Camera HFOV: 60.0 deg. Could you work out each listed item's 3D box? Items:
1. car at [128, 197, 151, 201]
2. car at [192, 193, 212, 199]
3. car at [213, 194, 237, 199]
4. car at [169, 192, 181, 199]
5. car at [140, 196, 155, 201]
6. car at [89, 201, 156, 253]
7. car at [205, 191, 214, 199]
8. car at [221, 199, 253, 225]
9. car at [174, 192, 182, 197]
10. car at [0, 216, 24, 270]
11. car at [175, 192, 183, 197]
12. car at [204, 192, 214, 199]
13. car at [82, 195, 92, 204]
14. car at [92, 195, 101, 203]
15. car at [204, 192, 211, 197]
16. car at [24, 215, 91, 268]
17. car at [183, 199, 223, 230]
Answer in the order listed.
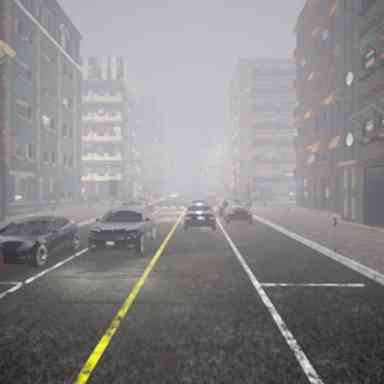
[{"bbox_3d":[-4.811,1.313,27.606,1.802,1.307,4.206,1,1,1],"label":"car"},{"bbox_3d":[0.678,1.166,32.276,1.882,1.535,5.008,0,1,1],"label":"car"},{"bbox_3d":[3.075,1.176,27.484,1.967,1.590,4.097,1,1,1],"label":"car"},{"bbox_3d":[-4.016,0.835,71.189,1.752,1.417,4.829,1,1,1],"label":"car"},{"bbox_3d":[-4.712,1.118,33.153,1.967,1.590,4.097,1,1,1],"label":"car"},{"bbox_3d":[-2.597,1.348,13.200,1.882,1.535,5.008,0,1,1],"label":"car"},{"bbox_3d":[3.970,0.697,76.915,1.967,1.590,4.097,1,1,1],"label":"car"},{"bbox_3d":[2.973,1.371,21.938,1.802,1.307,4.206,1,1,1],"label":"car"},{"bbox_3d":[-3.705,0.708,88.369,1.947,1.339,4.313,1,1,1],"label":"car"},{"bbox_3d":[-5.205,1.260,5.413,2.192,1.841,5.009,1,1,1],"label":"car"},{"bbox_3d":[-3.602,0.631,94.038,1.887,1.381,4.507,1,1,1],"label":"car"},{"bbox_3d":[3.764,0.918,65.576,2.008,1.369,4.403,1,1,1],"label":"car"},{"bbox_3d":[-16.751,0.794,44.882,5.009,1.841,2.192,0,0,1],"label":"car"},{"bbox_3d":[-16.670,1.066,52.760,4.313,1.339,1.947,0,0,1],"label":"car"},{"bbox_3d":[4.277,0.636,93.925,1.887,1.381,4.507,1,1,1],"label":"car"},{"bbox_3d":[-5.108,1.457,10.963,1.947,1.339,4.313,1,1,1],"label":"car"},{"bbox_3d":[0.455,1.360,19.462,2.033,1.411,5.357,0,1,1],"label":"car"}]
